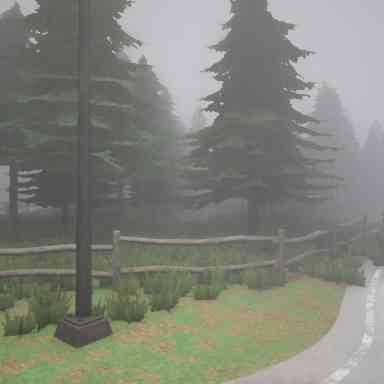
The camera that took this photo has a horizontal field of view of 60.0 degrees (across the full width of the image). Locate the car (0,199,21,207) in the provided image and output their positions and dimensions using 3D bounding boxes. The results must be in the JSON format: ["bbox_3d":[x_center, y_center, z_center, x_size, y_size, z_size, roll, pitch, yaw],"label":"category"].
[{"bbox_3d":[-19.308,1.453,35.323,2.128,1.511,4.902,0,0,3],"label":"car"}]
